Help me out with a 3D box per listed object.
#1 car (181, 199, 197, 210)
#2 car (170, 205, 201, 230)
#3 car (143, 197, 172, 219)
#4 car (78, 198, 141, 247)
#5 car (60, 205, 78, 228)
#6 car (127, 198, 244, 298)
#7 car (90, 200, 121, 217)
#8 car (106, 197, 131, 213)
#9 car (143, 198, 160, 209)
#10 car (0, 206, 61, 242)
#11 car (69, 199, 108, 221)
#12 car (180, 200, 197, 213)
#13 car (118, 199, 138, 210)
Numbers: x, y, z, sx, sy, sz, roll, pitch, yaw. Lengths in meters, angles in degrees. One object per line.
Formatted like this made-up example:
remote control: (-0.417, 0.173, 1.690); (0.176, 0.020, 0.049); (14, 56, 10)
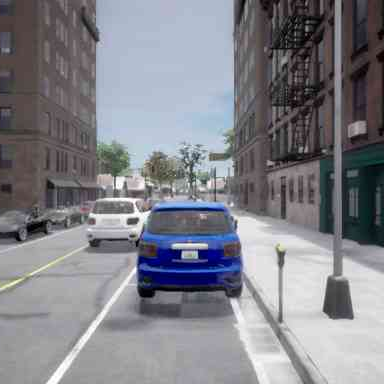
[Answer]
car: (-0.383, 1.583, 43.946); (1.947, 1.339, 4.313); (0, 0, 0)
car: (-0.383, 1.583, 21.873); (1.802, 1.307, 4.206); (0, 0, 0)
car: (-3.020, 1.374, 29.991); (2.097, 1.767, 4.553); (0, 0, 0)
car: (-3.020, 1.259, 15.050); (2.150, 2.045, 5.566); (0, 0, 0)
car: (-8.408, 1.552, 21.869); (2.008, 1.369, 4.403); (0, 0, 0)
car: (-0.039, 1.227, 8.680); (2.150, 2.045, 5.566); (0, 0, 0)
car: (-8.408, 1.534, 32.737); (1.752, 1.417, 4.829); (0, 0, 0)
car: (-8.408, 1.453, 38.426); (1.967, 1.590, 4.097); (0, 0, 0)
car: (-5.770, 1.582, 48.021); (1.812, 1.442, 4.674); (0, 0, 0)
car: (-8.408, 1.566, 16.351); (1.947, 1.339, 4.313); (0, 0, 0)
car: (-8.408, 1.445, 27.388); (1.967, 1.590, 4.097); (0, 0, 0)
car: (-0.383, 1.595, 38.428); (1.802, 1.307, 4.206); (0, 0, 0)
car: (-8.408, 1.599, 43.945); (1.802, 1.307, 4.206); (0, 0, 0)
